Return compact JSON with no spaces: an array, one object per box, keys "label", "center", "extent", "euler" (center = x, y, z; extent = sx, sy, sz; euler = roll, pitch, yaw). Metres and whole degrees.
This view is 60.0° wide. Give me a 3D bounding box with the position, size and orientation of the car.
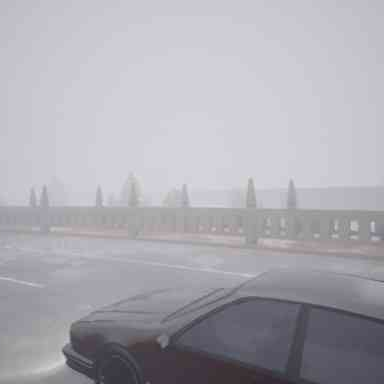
[{"label":"car","center":[1.104,1.554,3.237],"extent":[5.357,1.411,2.033],"euler":[-1,-1,33]}]
